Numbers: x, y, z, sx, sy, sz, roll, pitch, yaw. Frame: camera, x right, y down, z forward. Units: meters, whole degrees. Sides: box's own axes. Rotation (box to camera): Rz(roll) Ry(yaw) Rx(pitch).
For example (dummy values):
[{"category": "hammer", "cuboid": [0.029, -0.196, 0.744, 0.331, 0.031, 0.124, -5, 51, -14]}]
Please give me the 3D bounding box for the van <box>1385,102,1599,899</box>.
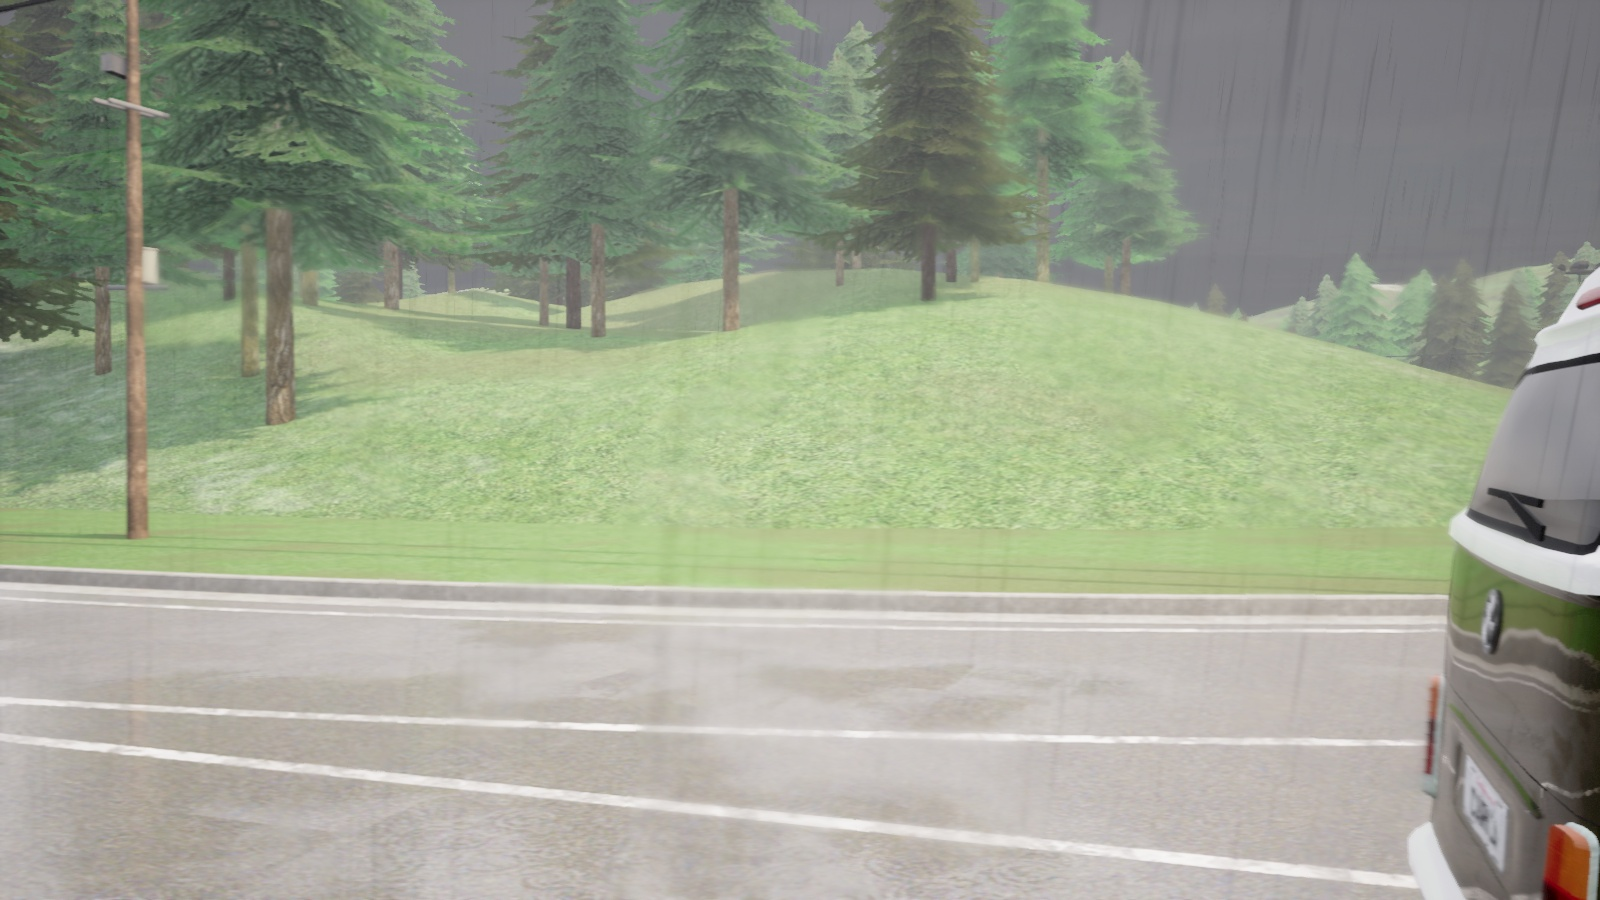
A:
[{"category": "van", "cuboid": [3.520, 0.538, 2.005, 4.480, 2.038, 2.069, 0, 1, 19]}]
